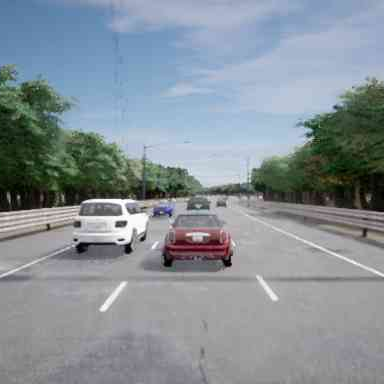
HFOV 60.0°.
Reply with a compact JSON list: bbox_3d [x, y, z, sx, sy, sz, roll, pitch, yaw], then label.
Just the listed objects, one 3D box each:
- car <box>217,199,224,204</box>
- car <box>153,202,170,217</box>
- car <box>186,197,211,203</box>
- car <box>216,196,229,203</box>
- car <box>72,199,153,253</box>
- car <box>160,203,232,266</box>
[{"bbox_3d":[7.491,2.453,88.132,1.895,1.301,4.718,0,-1,5],"label":"car"},{"bbox_3d":[-2.791,1.780,33.777,1.812,1.442,4.674,0,0,2],"label":"car"},{"bbox_3d":[0.641,1.462,31.845,2.150,2.045,5.566,0,0,2],"label":"car"},{"bbox_3d":[5.647,2.097,64.363,2.128,1.511,4.902,0,-1,4],"label":"car"},{"bbox_3d":[-3.278,1.312,14.354,2.150,2.045,5.566,0,0,1],"label":"car"},{"bbox_3d":[0.195,1.425,12.023,2.097,1.767,4.553,0,0,1],"label":"car"}]
